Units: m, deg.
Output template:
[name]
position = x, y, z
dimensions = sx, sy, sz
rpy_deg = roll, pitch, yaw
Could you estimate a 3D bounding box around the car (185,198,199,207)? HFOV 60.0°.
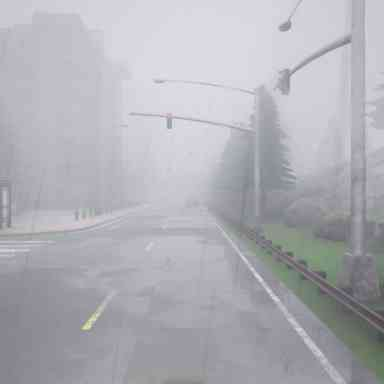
[car]
position = 0.019, 1.564, 50.591
dimensions = 1.994, 1.385, 4.181
rpy_deg = 0, 0, 0
